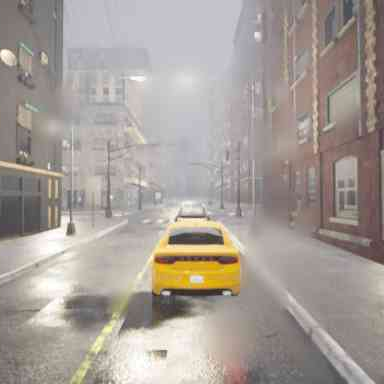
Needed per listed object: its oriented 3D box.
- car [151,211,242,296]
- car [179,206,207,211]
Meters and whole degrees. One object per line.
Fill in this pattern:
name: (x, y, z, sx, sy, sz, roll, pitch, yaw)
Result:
car: (0.090, 1.475, 8.671, 1.882, 1.535, 5.008, 0, 0, 0)
car: (0.069, 1.491, 17.954, 2.128, 1.511, 4.902, 0, 0, 2)
